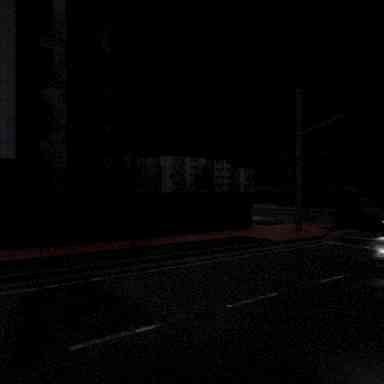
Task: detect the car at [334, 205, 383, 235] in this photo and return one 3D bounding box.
[{"bbox_3d":[10.135,1.525,19.254,1.812,1.442,4.674,1,0,-12],"label":"car"}]
